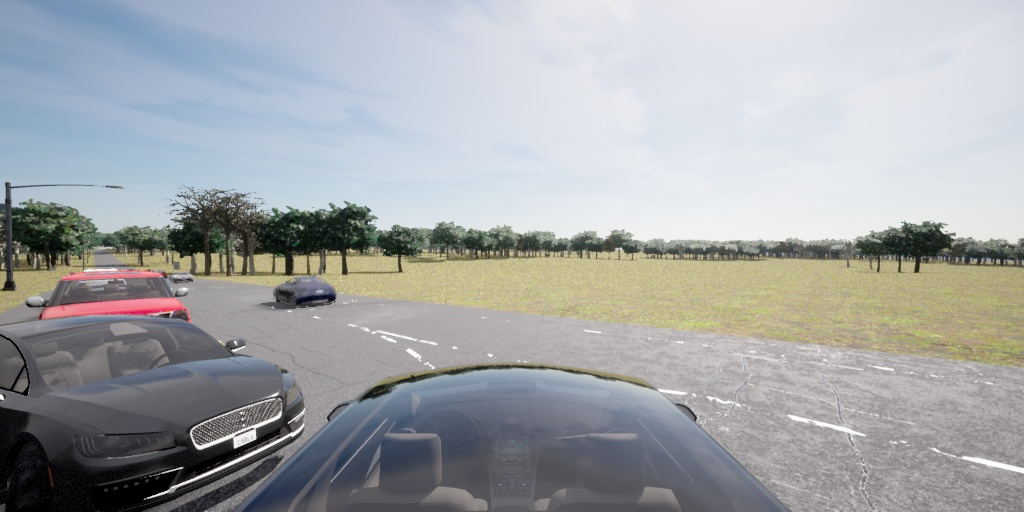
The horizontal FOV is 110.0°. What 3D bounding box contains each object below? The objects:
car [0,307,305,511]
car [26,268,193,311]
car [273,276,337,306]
[{"bbox_3d":[-4.578,1.445,3.972,4.892,1.490,1.837,-3,-3,21],"label":"car"},{"bbox_3d":[-9.510,1.385,8.595,5.566,2.045,2.150,-2,0,41],"label":"car"},{"bbox_3d":[-11.148,1.796,19.221,4.181,1.385,1.994,-2,0,41],"label":"car"}]
